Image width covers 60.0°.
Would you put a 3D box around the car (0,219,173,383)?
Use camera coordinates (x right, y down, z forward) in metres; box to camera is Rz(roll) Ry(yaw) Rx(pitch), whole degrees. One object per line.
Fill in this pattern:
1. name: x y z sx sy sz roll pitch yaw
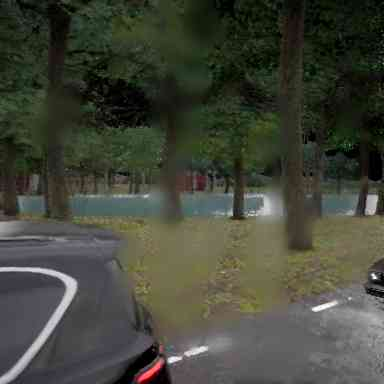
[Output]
1. car: -2.681 1.229 1.154 5.566 2.045 2.150 0 0 -35

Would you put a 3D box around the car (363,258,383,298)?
1. car: 5.971 1.523 7.331 5.357 1.411 2.033 0 0 -35
